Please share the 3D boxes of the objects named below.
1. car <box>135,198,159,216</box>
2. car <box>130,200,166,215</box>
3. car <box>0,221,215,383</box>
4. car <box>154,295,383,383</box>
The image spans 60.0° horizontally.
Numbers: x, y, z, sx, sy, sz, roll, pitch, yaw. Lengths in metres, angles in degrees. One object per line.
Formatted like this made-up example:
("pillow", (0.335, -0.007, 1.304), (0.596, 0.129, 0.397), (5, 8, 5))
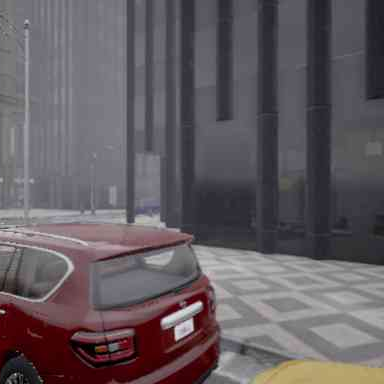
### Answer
("car", (-4.657, 1.761, 39.179), (2.150, 2.045, 5.566), (0, -1, 36))
("car", (-5.634, 1.922, 43.129), (2.097, 1.767, 4.553), (0, -1, 36))
("car", (-2.017, 1.325, 4.398), (5.009, 1.841, 2.192), (0, 0, 35))
("car", (2.262, 1.523, 1.346), (4.829, 1.417, 1.752), (0, 0, 36))
